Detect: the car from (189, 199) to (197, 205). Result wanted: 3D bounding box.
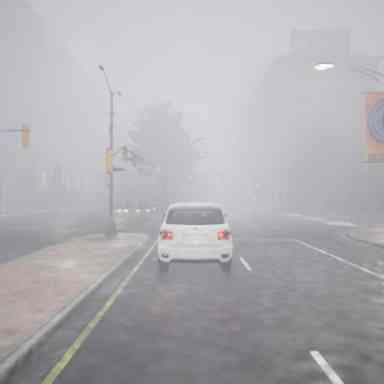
[{"bbox_3d":[0.168,2.581,87.869,2.033,1.411,5.357,0,-1,0],"label":"car"}]

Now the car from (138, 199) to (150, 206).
[{"bbox_3d":[-11.350,2.455,78.476,2.128,1.511,4.902,0,-1,0],"label":"car"}]

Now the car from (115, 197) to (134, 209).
[{"bbox_3d":[-11.457,2.180,58.121,2.128,1.511,4.902,0,-1,0],"label":"car"}]

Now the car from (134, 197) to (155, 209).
[{"bbox_3d":[-7.972,2.020,56.347,2.097,1.767,4.553,0,-1,0],"label":"car"}]

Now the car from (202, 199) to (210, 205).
[{"bbox_3d":[3.669,2.587,88.324,2.033,1.411,5.357,0,-1,0],"label":"car"}]

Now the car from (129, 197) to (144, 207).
[{"bbox_3d":[-11.370,2.030,68.042,2.150,2.045,5.566,0,-1,0],"label":"car"}]

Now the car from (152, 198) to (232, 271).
[{"bbox_3d":[0.092,1.359,11.555,2.150,2.045,5.566,0,-1,0],"label":"car"}]

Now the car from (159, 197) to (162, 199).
[{"bbox_3d":[-7.857,2.112,74.848,2.150,2.045,5.566,0,-1,0],"label":"car"}]

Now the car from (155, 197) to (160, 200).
[{"bbox_3d":[-7.899,2.299,65.229,1.812,1.442,4.674,0,-1,1],"label":"car"}]
